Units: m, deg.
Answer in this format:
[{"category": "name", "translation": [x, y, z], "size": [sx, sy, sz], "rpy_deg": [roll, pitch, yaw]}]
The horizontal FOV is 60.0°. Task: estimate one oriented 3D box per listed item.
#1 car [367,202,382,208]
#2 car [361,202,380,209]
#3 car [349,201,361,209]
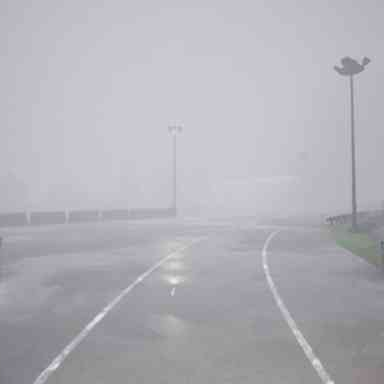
[{"category": "car", "translation": [45.623, 3.172, 83.149], "size": [4.181, 1.385, 1.994], "rpy_deg": [1, -2, -44]}, {"category": "car", "translation": [39.014, 2.913, 71.976], "size": [4.892, 1.490, 1.837], "rpy_deg": [1, -2, -44]}, {"category": "car", "translation": [37.148, 2.885, 75.039], "size": [4.553, 1.767, 2.097], "rpy_deg": [1, -2, -44]}]
